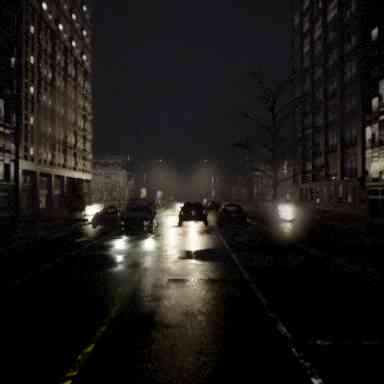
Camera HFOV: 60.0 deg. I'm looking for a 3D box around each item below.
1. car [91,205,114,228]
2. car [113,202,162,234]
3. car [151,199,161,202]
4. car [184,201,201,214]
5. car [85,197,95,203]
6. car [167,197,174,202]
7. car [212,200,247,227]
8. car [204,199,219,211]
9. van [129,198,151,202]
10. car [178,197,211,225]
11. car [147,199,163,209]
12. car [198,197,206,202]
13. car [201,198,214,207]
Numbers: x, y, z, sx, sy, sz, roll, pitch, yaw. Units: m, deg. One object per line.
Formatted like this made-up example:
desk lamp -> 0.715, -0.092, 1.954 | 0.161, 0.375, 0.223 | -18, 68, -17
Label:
car -> -5.690, 1.644, 23.314 | 1.752, 1.417, 4.829 | 0, 0, 0
car -> -3.103, 1.580, 20.089 | 1.882, 1.535, 5.008 | 0, 0, 0
car -> -5.692, 1.671, 46.254 | 1.967, 1.590, 4.097 | 0, 0, 0
car -> 0.086, 1.797, 39.213 | 1.895, 1.301, 4.718 | 0, 0, 0
car -> -25.462, 1.833, 78.409 | 4.829, 1.417, 1.752 | 0, -1, 1
car -> -5.699, 2.028, 90.023 | 1.802, 1.307, 4.206 | 0, 0, 0
car -> 2.691, 1.559, 23.470 | 1.967, 1.590, 4.097 | 0, 0, 0
car -> 2.688, 1.776, 46.237 | 1.887, 1.381, 4.507 | 0, 0, 0
van -> -5.690, 1.517, 34.870 | 1.690, 1.788, 3.998 | 0, 0, 0
car -> 0.087, 1.480, 25.242 | 2.097, 1.767, 4.553 | 0, 0, 0
car -> -5.694, 1.810, 51.945 | 2.008, 1.369, 4.403 | 0, 0, 0
car -> 2.681, 2.012, 90.011 | 1.947, 1.339, 4.313 | 0, 0, 0
car -> 2.686, 1.837, 57.621 | 2.008, 1.369, 4.403 | 0, 0, 0
